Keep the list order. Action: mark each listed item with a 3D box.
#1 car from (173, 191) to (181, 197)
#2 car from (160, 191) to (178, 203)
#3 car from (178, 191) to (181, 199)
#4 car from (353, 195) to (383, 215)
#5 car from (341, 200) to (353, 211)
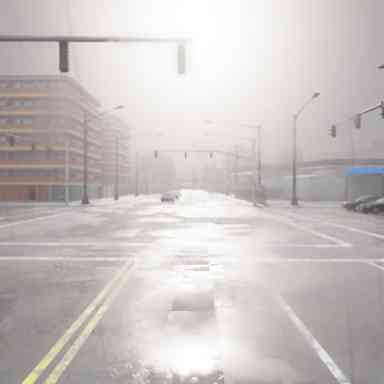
[{"bbox_3d":[-3.500,0.404,79.403,1.812,1.442,4.674,0,1,0],"label":"car"},{"bbox_3d":[-3.576,0.784,49.178,1.882,1.535,5.008,0,1,0],"label":"car"},{"bbox_3d":[-3.520,0.587,64.365,2.128,1.511,4.902,0,1,1],"label":"car"},{"bbox_3d":[16.370,1.134,27.662,4.674,1.442,1.812,0,1,1],"label":"car"},{"bbox_3d":[16.606,1.063,31.159,4.892,1.490,1.837,0,1,0],"label":"car"}]
